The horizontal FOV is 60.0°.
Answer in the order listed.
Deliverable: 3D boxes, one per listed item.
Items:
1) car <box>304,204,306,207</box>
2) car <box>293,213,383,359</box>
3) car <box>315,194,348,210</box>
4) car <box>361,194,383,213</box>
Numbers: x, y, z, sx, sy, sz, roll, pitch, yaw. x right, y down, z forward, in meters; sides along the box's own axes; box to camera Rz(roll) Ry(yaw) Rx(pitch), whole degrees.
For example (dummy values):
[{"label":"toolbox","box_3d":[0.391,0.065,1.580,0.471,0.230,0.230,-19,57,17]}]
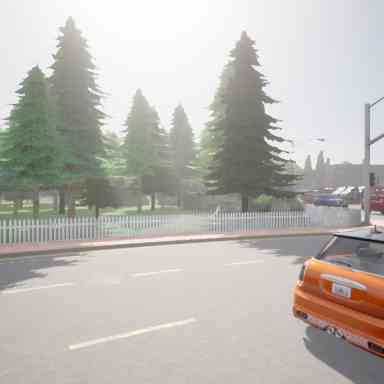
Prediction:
[{"label":"car","box_3d":[16.654,1.581,53.661,1.812,1.442,4.674,0,0,-7]},{"label":"car","box_3d":[3.939,1.352,5.443,4.553,1.767,2.097,0,0,-26]},{"label":"car","box_3d":[17.999,1.277,43.463,2.150,2.045,5.566,0,0,-8]},{"label":"car","box_3d":[19.364,1.277,33.197,2.150,2.045,5.566,0,0,-8]}]
